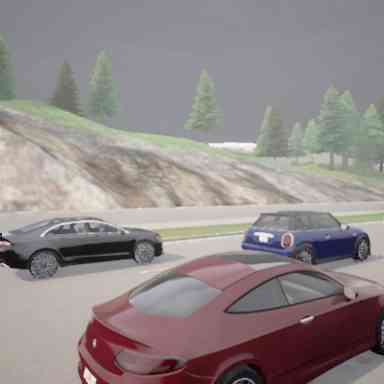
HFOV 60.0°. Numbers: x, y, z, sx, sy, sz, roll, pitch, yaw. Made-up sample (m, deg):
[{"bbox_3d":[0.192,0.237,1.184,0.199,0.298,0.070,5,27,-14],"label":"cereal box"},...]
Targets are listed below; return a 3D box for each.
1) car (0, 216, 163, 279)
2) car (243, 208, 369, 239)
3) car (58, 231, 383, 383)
[{"bbox_3d":[-3.168,1.493,10.061,4.902,1.511,2.128,0,0,-36],"label":"car"},{"bbox_3d":[3.764,1.362,10.710,4.553,1.767,2.097,0,0,-36],"label":"car"},{"bbox_3d":[0.936,1.529,4.393,4.674,1.442,1.812,0,0,-36],"label":"car"}]
